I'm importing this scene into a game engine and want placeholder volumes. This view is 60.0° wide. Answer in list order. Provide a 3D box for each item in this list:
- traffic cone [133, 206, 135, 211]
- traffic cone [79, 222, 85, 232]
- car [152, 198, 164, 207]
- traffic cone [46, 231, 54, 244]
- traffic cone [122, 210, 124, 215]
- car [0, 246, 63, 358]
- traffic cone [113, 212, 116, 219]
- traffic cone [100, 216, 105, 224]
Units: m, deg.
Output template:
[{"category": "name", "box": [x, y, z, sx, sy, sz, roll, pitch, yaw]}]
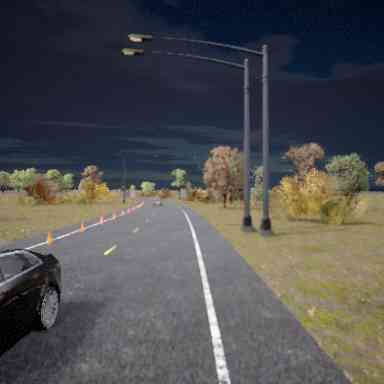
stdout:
[{"category": "traffic cone", "box": [-7.906, 2.202, 44.861, 0.340, 0.580, 0.340, 0, 0, -4]}, {"category": "traffic cone", "box": [-6.591, 2.075, 20.020, 0.340, 0.580, 0.340, 0, 0, -2]}, {"category": "car", "box": [-6.057, 1.800, 59.094, 2.128, 1.511, 4.902, 0, 0, -6]}, {"category": "traffic cone", "box": [-6.444, 2.050, 15.047, 0.340, 0.580, 0.340, 0, 0, -1]}, {"category": "traffic cone", "box": [-7.264, 2.151, 34.931, 0.340, 0.580, 0.340, 0, 0, -3]}, {"category": "car", "box": [-3.229, 1.522, 4.098, 2.128, 1.511, 4.902, 0, 0, -1]}, {"category": "traffic cone", "box": [-7.000, 2.125, 29.963, 0.340, 0.580, 0.340, 0, 0, -3]}, {"category": "traffic cone", "box": [-6.776, 2.100, 24.992, 0.340, 0.580, 0.340, 0, 0, -2]}]
